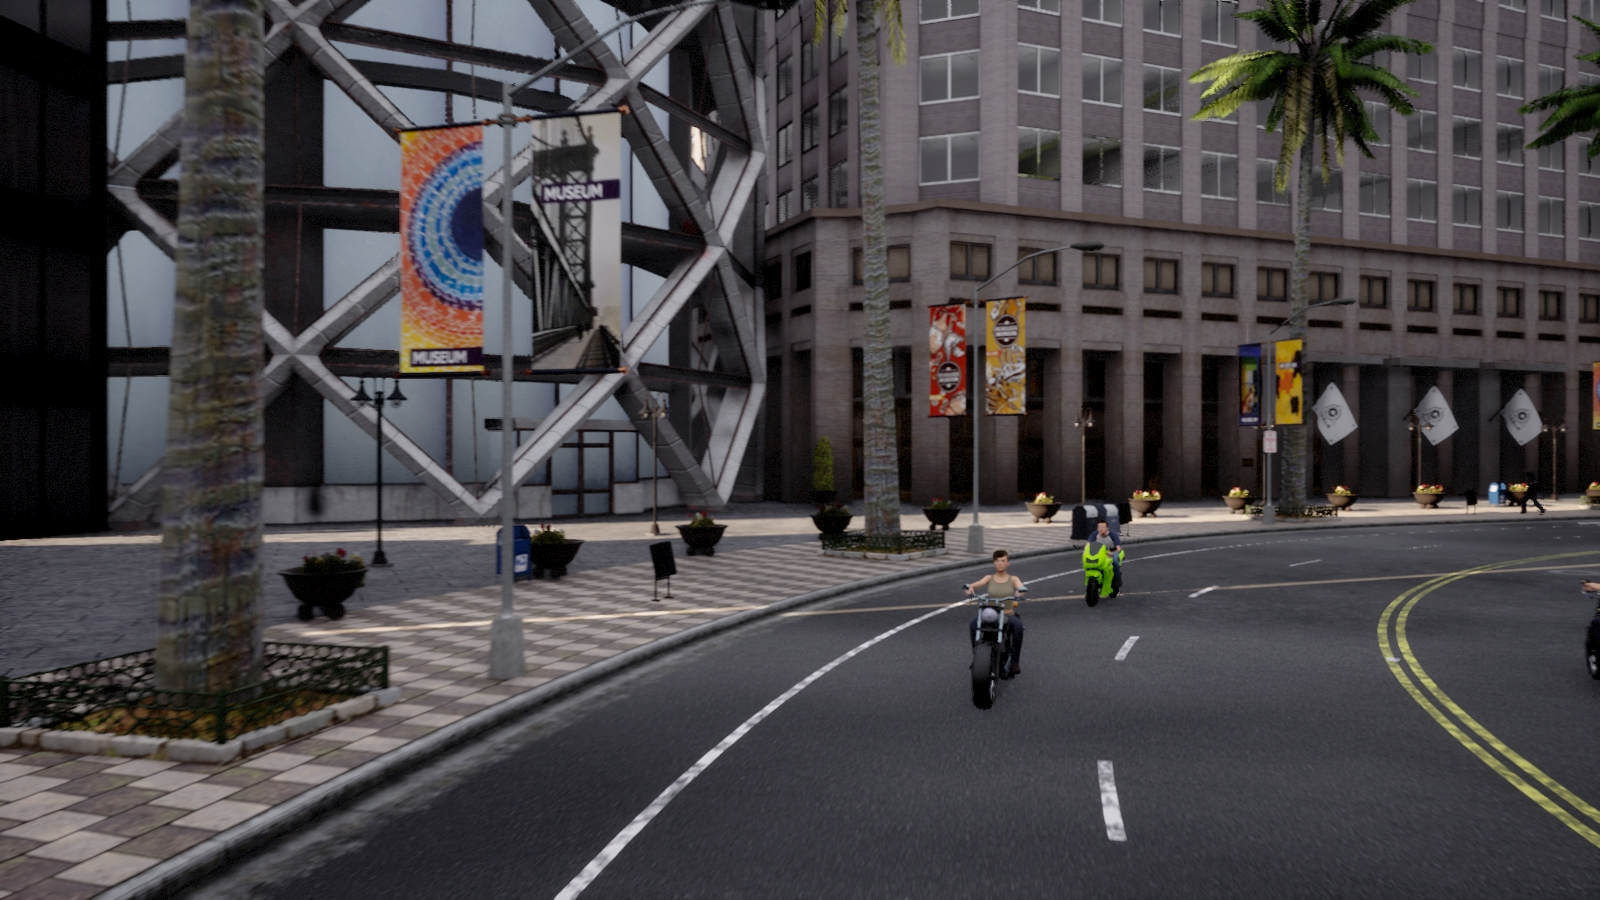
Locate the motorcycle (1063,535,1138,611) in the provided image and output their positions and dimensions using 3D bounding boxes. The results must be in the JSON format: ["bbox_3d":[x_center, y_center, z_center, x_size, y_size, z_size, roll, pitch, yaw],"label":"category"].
[{"bbox_3d":[5.511,2.215,20.878,0.803,1.145,2.033,1,1,30],"label":"motorcycle"}]

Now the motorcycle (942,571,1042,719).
[{"bbox_3d":[2.256,2.171,13.179,0.764,1.277,2.356,0,0,19],"label":"motorcycle"}]

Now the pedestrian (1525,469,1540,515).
[{"bbox_3d":[29.797,1.713,46.475,0.375,1.860,0.375,0,0,-29],"label":"pedestrian"}]
